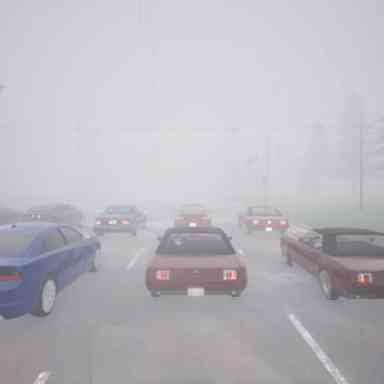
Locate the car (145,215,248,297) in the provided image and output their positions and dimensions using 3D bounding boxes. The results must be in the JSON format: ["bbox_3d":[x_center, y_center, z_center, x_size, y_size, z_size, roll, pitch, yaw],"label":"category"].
[{"bbox_3d":[0.069,1.495,8.235,1.895,1.301,4.718,0,1,0],"label":"car"}]

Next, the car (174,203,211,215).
[{"bbox_3d":[0.033,1.304,17.370,1.812,1.442,4.674,0,1,0],"label":"car"}]

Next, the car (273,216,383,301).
[{"bbox_3d":[3.572,1.498,8.025,1.895,1.301,4.718,0,1,0],"label":"car"}]

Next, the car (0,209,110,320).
[{"bbox_3d":[-3.439,1.384,7.262,1.882,1.535,5.008,0,1,0],"label":"car"}]

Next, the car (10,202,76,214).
[{"bbox_3d":[-6.965,1.287,17.038,1.837,1.490,4.892,0,1,0],"label":"car"}]

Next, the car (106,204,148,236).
[{"bbox_3d":[-3.464,1.333,16.804,2.033,1.411,5.357,0,1,0],"label":"car"}]

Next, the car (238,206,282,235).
[{"bbox_3d":[3.534,1.379,17.357,1.895,1.301,4.718,0,1,1],"label":"car"}]

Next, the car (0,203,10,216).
[{"bbox_3d":[-10.465,1.273,17.100,2.128,1.511,4.902,0,1,0],"label":"car"}]
